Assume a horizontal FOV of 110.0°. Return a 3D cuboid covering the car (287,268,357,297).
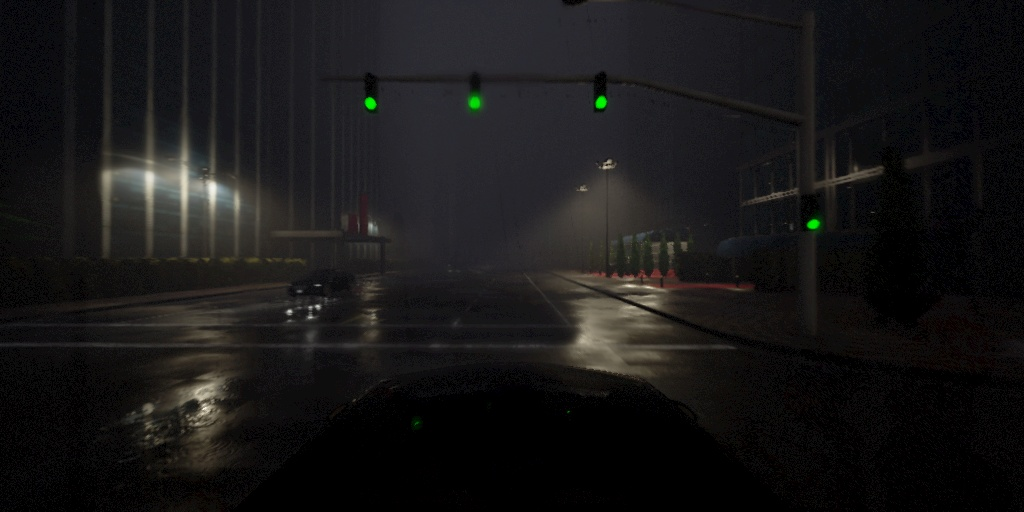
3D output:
[{"bbox_3d":[-10.516,1.470,20.192,2.128,1.511,4.902,0,0,0],"label":"car"}]
